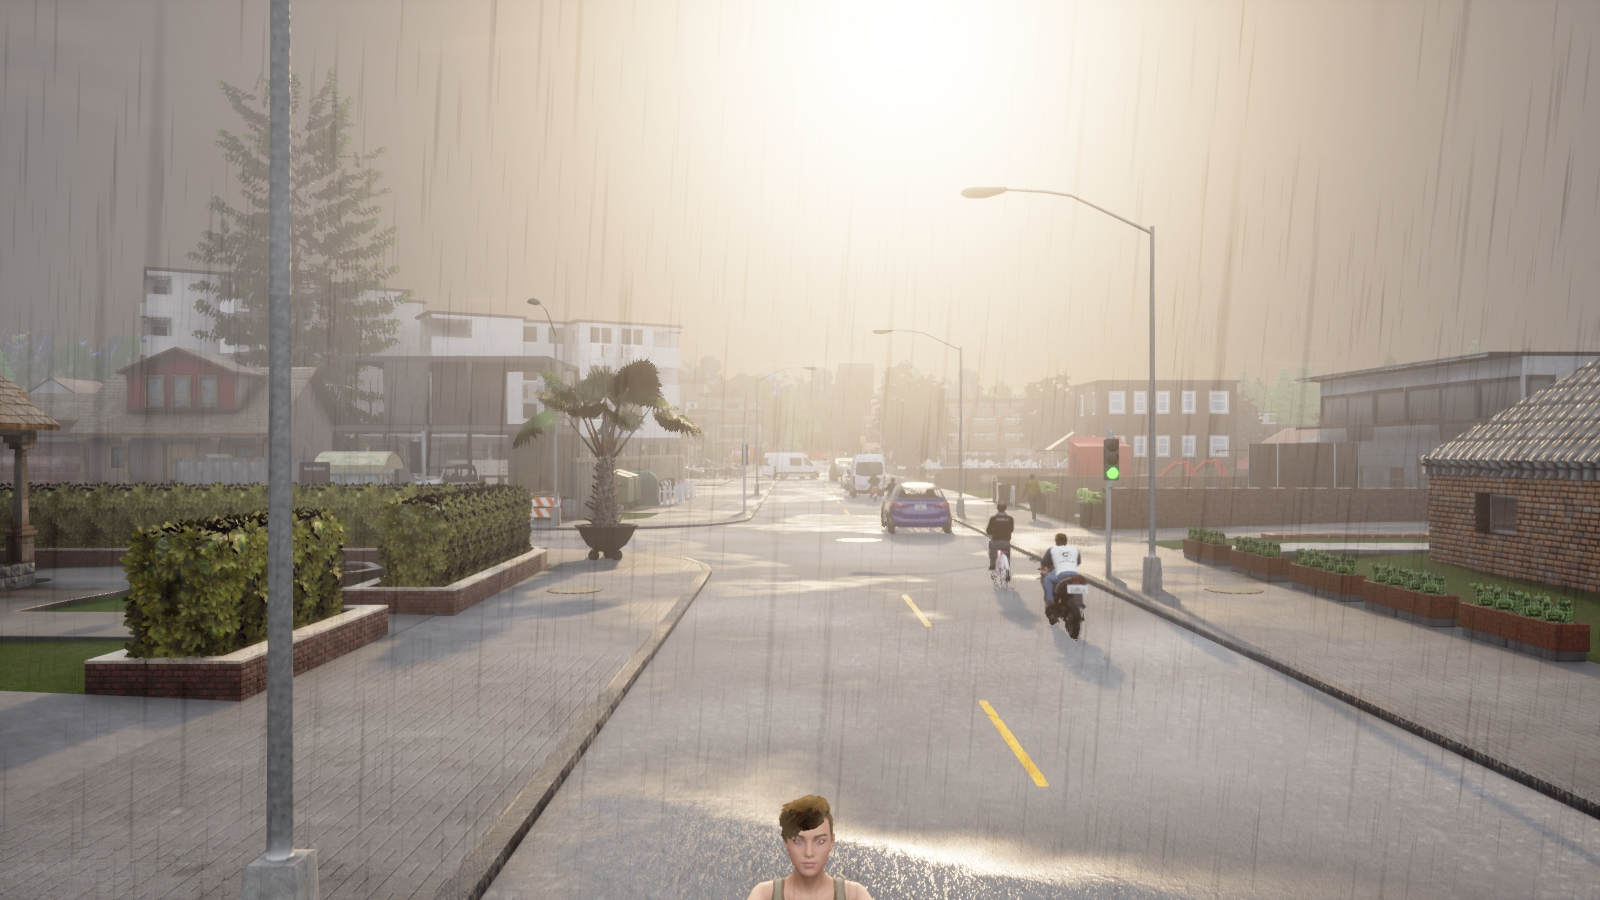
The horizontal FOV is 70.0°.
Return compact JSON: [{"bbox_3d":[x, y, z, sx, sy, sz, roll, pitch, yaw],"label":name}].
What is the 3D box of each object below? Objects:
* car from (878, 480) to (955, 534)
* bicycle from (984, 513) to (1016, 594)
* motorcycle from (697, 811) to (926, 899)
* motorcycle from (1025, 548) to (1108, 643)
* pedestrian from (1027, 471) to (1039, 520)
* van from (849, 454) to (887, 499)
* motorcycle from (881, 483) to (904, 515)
[{"bbox_3d":[4.038,1.967,40.280,2.242,1.667,4.611,0,0,0],"label":"car"},{"bbox_3d":[4.041,2.060,23.112,0.329,1.471,1.835,0,0,0],"label":"bicycle"},{"bbox_3d":[0.039,2.155,3.558,0.764,1.307,2.356,0,0,0],"label":"motorcycle"},{"bbox_3d":[4.041,2.186,17.510,0.803,1.199,2.033,0,0,0],"label":"motorcycle"},{"bbox_3d":[8.922,1.744,43.758,0.375,1.860,0.375,0,0,4],"label":"pedestrian"},{"bbox_3d":[4.032,1.534,68.676,1.988,2.561,5.915,0,0,0],"label":"van"},{"bbox_3d":[4.034,2.142,49.875,0.856,1.316,1.805,0,0,0],"label":"motorcycle"}]
